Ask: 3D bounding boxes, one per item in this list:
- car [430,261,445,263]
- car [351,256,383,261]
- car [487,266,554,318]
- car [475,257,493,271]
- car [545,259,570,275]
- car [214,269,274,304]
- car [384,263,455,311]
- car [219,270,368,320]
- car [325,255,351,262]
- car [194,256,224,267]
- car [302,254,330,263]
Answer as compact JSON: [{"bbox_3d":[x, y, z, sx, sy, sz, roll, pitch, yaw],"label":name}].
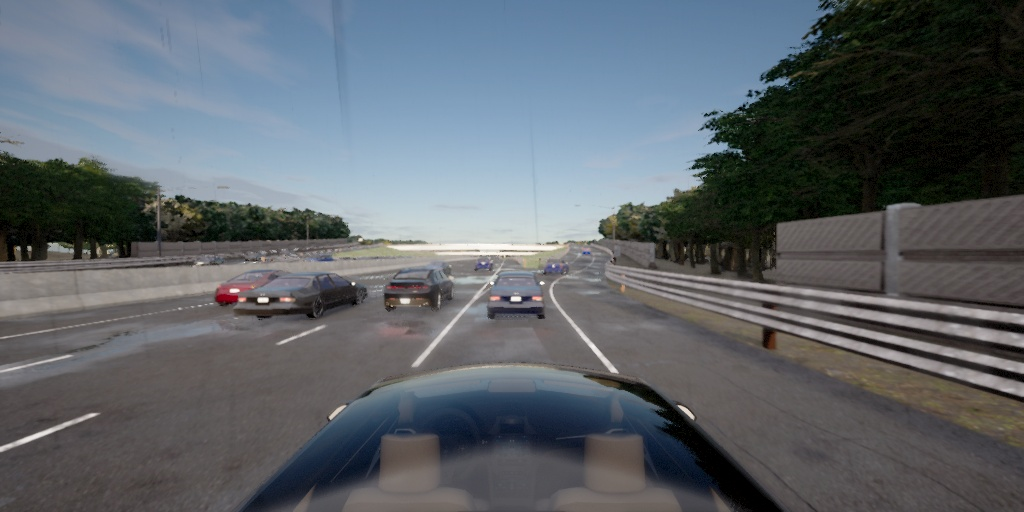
[{"bbox_3d":[-6.867,1.177,33.545,2.033,1.411,5.357,0,0,0],"label":"car"},{"bbox_3d":[-21.088,0.905,52.376,2.097,1.767,4.553,0,0,0],"label":"car"},{"bbox_3d":[0.182,1.256,12.701,2.033,1.411,5.357,0,0,1],"label":"car"},{"bbox_3d":[-3.493,0.935,45.826,2.097,1.767,4.553,0,0,0],"label":"car"},{"bbox_3d":[4.850,1.071,38.365,2.097,1.767,4.553,0,0,17],"label":"car"},{"bbox_3d":[-10.379,1.261,15.426,1.994,1.385,4.181,0,0,0],"label":"car"},{"bbox_3d":[-3.483,1.211,14.130,1.837,1.490,4.892,0,0,0],"label":"car"},{"bbox_3d":[-6.885,1.256,12.437,2.033,1.411,5.357,0,0,0],"label":"car"},{"bbox_3d":[-24.585,1.045,52.198,2.128,1.511,4.902,0,0,0],"label":"car"},{"bbox_3d":[-40.074,0.763,47.517,2.128,1.511,4.902,0,1,-18],"label":"car"},{"bbox_3d":[-28.073,0.776,52.076,2.150,2.045,5.566,0,0,0],"label":"car"}]
